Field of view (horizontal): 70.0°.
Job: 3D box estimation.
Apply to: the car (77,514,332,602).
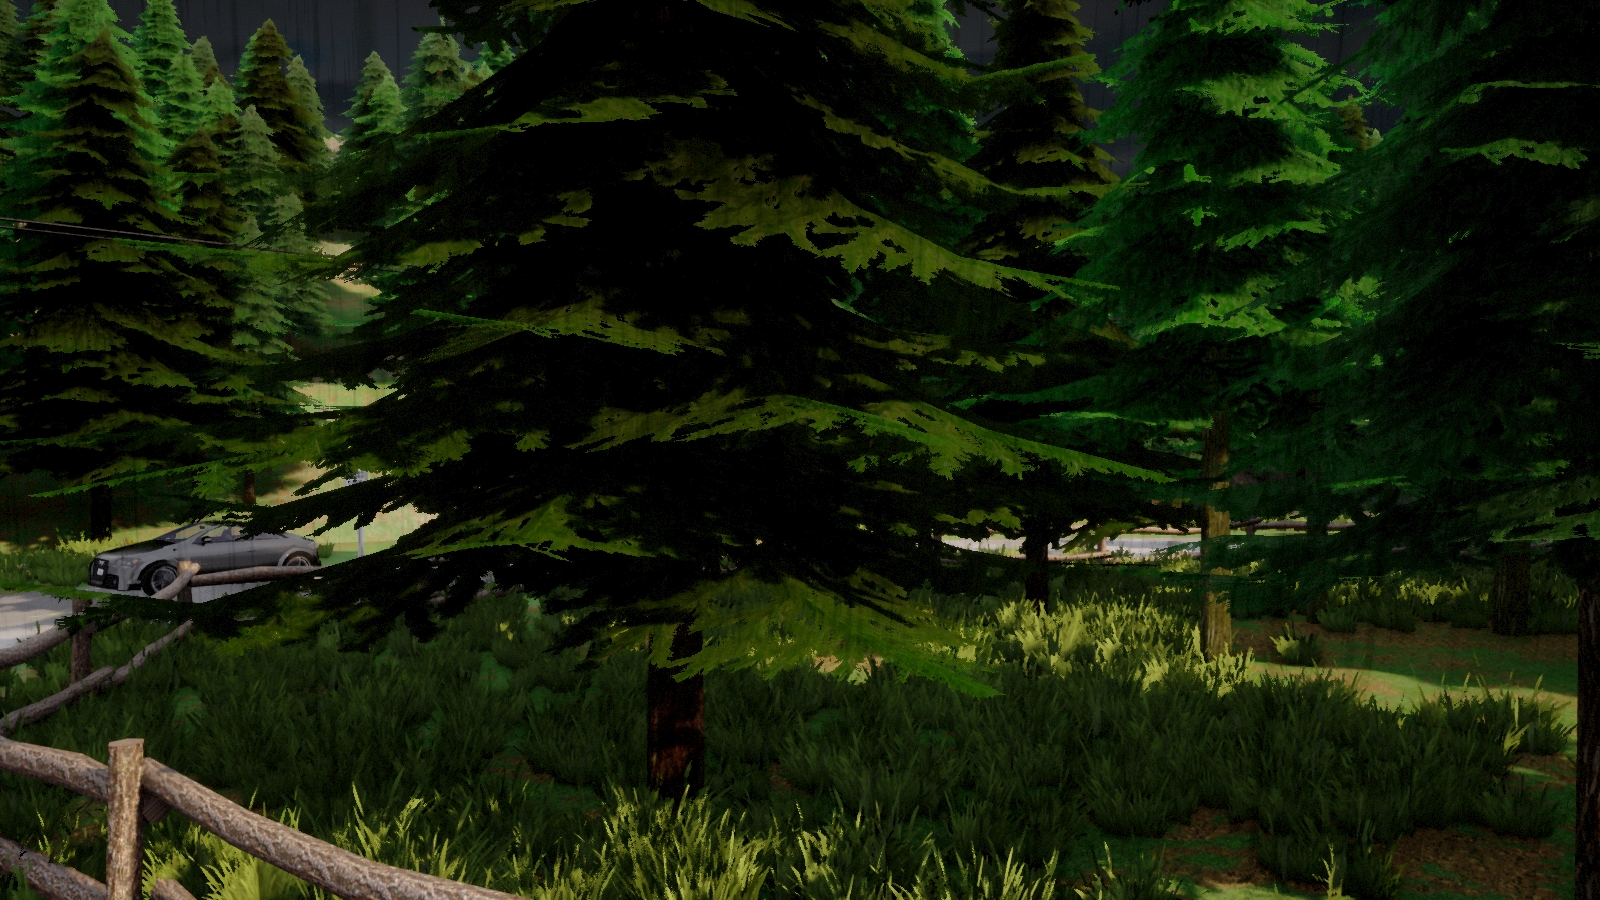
[{"bbox_3d":[-12.055,2.119,23.321,1.994,1.385,4.181,0,0,41],"label":"car"}]
